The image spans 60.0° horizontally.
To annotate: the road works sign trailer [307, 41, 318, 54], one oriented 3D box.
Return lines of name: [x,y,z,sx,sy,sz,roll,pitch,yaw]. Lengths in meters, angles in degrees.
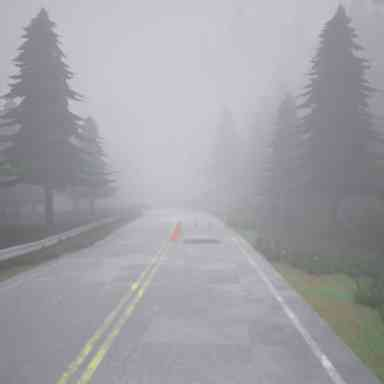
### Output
road works sign trailer: [19.238,-19.972,48.701,2.880,3.560,2.380,-7,-24,-13]

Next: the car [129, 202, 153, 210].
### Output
car: [-7.650,2.170,50.008,1.895,1.301,4.718,-3,0,-33]

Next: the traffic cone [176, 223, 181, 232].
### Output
traffic cone: [-0.846,2.092,17.891,0.340,0.580,0.340,0,0,1]

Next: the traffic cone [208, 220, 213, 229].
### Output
traffic cone: [1.204,2.103,21.856,0.340,0.580,0.340,-1,0,1]

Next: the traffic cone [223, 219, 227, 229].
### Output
traffic cone: [2.195,2.094,21.872,0.340,0.580,0.340,-1,0,0]

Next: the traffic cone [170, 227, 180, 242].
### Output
traffic cone: [-0.874,2.079,15.891,0.340,0.580,0.340,0,0,1]
